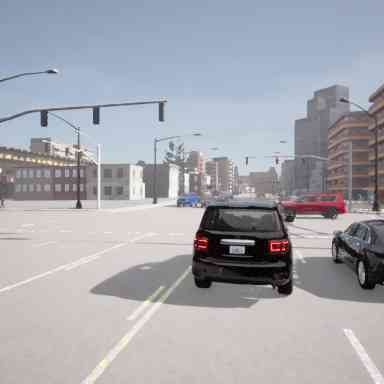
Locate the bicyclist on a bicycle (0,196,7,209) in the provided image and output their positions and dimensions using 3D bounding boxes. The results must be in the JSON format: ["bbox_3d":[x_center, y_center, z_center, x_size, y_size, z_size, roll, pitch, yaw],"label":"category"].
[{"bbox_3d":[-23.742,1.303,41.537,0.582,1.620,1.656,0,0,10],"label":"bicyclist on a bicycle"}]

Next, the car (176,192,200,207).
[{"bbox_3d":[-0.639,1.079,48.503,2.150,2.045,5.566,0,1,12],"label":"car"}]

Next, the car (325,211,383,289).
[{"bbox_3d":[5.118,1.505,8.945,1.837,1.490,4.892,0,0,11],"label":"car"}]

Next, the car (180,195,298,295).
[{"bbox_3d":[1.558,1.221,9.073,2.150,2.045,5.566,0,0,15],"label":"car"}]

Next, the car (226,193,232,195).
[{"bbox_3d":[6.184,1.091,64.268,1.837,1.490,4.892,0,1,12],"label":"car"}]

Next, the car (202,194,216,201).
[{"bbox_3d":[3.456,1.075,68.235,2.033,1.411,5.357,0,1,12],"label":"car"}]

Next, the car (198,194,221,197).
[{"bbox_3d":[2.436,1.381,46.090,1.837,1.490,4.892,0,1,12],"label":"car"}]

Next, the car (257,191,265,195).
[{"bbox_3d":[17.620,0.559,85.140,2.097,1.767,4.553,0,1,11],"label":"car"}]

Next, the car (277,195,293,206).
[{"bbox_3d":[14.713,1.297,52.832,2.033,1.411,5.357,0,1,11],"label":"car"}]

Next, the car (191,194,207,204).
[{"bbox_3d":[1.295,1.217,57.975,1.837,1.490,4.892,0,1,11],"label":"car"}]

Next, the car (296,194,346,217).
[{"bbox_3d":[9.923,1.188,27.977,5.566,2.045,2.150,0,0,10],"label":"car"}]
